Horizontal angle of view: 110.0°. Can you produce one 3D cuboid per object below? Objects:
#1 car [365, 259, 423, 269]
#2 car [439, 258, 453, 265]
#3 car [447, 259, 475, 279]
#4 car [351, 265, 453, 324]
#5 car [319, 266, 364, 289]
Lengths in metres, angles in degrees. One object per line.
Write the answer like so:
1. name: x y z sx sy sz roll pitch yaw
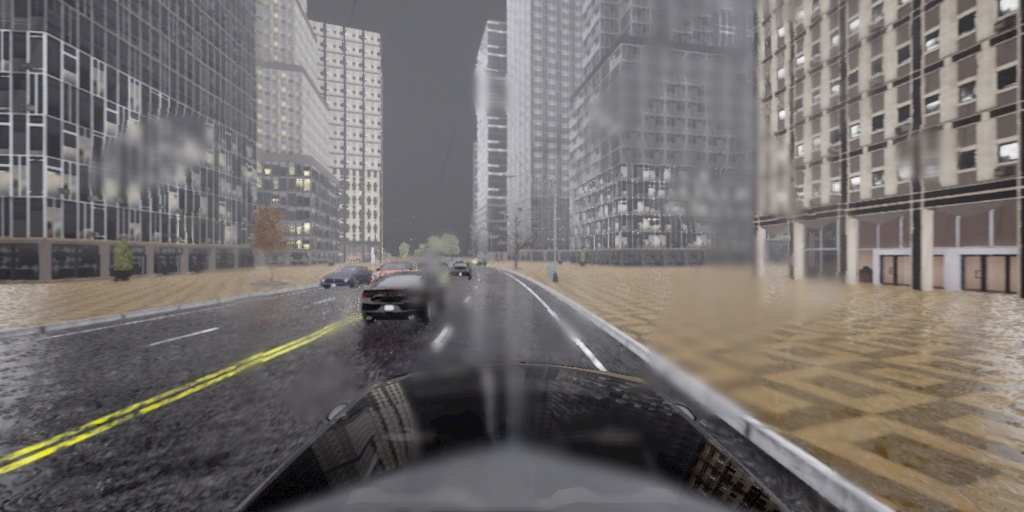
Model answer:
1. car: -7.298 1.135 22.720 2.097 1.767 4.553 0 0 -4
2. car: -11.841 1.437 62.921 1.895 1.301 4.718 0 0 -9
3. car: -4.571 1.294 32.700 1.837 1.490 4.892 0 0 -5
4. car: -3.370 1.244 12.113 1.882 1.535 5.008 0 0 -2
5. car: -10.588 1.336 23.594 2.033 1.411 5.357 0 0 -4
